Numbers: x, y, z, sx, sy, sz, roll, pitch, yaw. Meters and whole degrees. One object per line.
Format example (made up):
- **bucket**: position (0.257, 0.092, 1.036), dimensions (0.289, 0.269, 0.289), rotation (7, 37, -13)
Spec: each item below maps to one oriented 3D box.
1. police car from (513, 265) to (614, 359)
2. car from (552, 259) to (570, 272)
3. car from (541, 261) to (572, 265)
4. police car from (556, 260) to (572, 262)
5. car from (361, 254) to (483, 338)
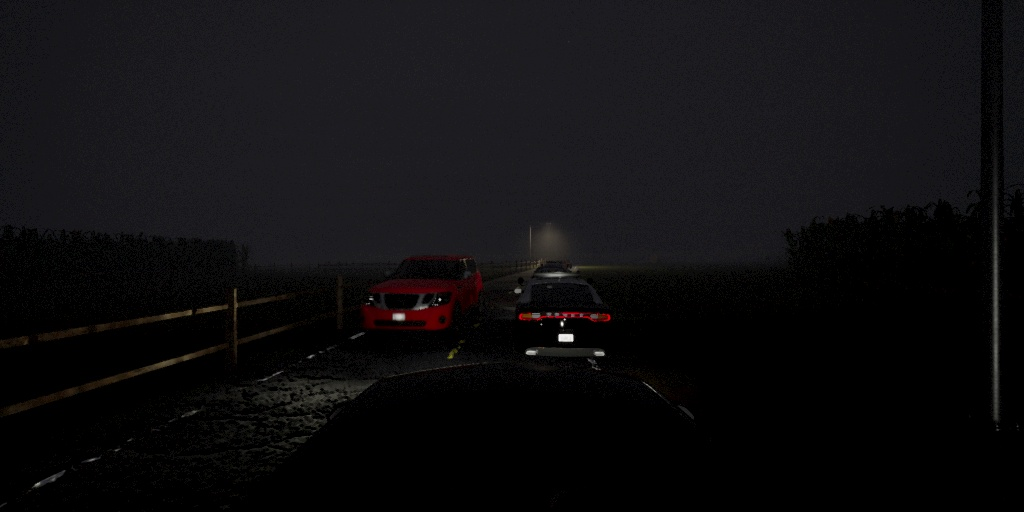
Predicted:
- **police car**: position (1.064, 1.173, 8.625), dimensions (1.930, 1.638, 5.238), rotation (0, 0, 3)
- **car**: position (6.279, 1.187, 45.353), dimensions (1.882, 1.535, 5.008), rotation (0, 0, 12)
- **car**: position (1.984, 1.218, 18.319), dimensions (1.882, 1.535, 5.008), rotation (0, 0, 7)
- **police car**: position (2.878, 1.159, 24.272), dimensions (1.930, 1.638, 5.238), rotation (0, 0, 10)
- **car**: position (-2.235, 0.969, 10.551), dimensions (2.150, 2.045, 5.566), rotation (0, 0, 5)
